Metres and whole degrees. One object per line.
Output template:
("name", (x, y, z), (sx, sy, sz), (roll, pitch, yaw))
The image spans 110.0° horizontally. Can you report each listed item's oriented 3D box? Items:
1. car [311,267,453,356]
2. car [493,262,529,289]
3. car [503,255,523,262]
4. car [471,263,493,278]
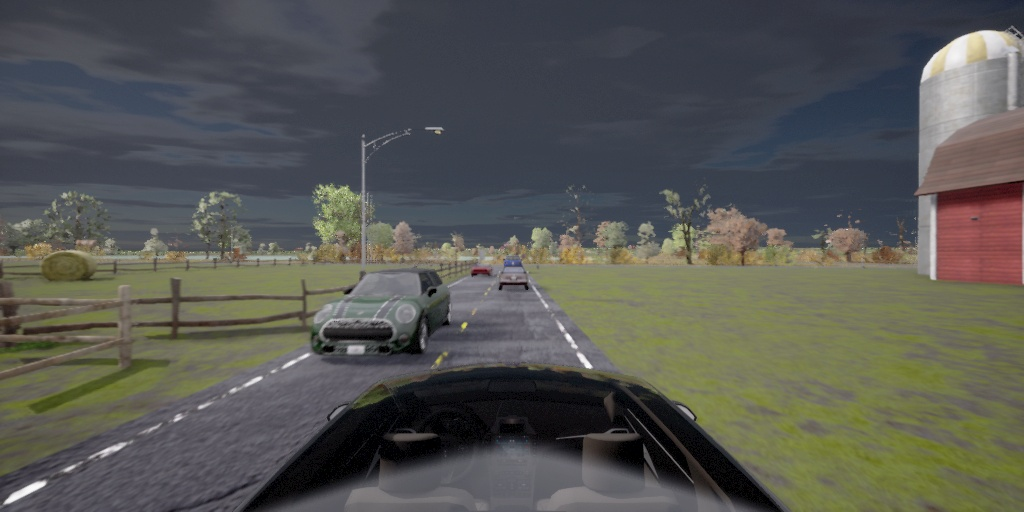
("car", (-2.811, 1.100, 8.731), (2.097, 1.767, 4.553), (0, 0, 0))
("car", (0.101, 1.291, 22.791), (2.033, 1.411, 5.357), (0, 0, 0))
("car", (0.111, 0.937, 43.407), (2.150, 2.045, 5.566), (0, 0, 0))
("car", (-2.807, 1.332, 34.166), (1.895, 1.301, 4.718), (0, 0, 0))
